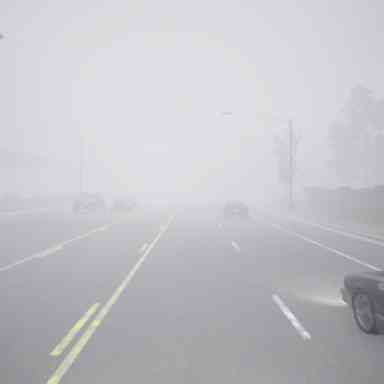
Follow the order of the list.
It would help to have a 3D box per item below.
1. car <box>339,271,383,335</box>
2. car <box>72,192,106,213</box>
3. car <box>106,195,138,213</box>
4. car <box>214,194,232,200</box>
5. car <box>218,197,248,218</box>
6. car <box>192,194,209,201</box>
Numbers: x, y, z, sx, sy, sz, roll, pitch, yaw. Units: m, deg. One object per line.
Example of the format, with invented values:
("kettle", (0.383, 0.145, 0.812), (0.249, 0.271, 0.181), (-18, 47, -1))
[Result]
("car", (3.583, 1.534, 3.590), (2.033, 1.411, 5.357), (0, 0, 0))
("car", (-10.503, 1.032, 34.519), (2.150, 2.045, 5.566), (0, 0, 1))
("car", (-6.954, 1.162, 34.413), (2.097, 1.767, 4.553), (0, 1, 2))
("car", (6.991, 1.042, 73.972), (2.033, 1.411, 5.357), (-1, 0, 40))
("car", (3.605, 1.410, 28.612), (1.994, 1.385, 4.181), (0, 0, 0))
("car", (1.813, 1.118, 73.087), (2.128, 1.511, 4.902), (-1, 0, 35))
